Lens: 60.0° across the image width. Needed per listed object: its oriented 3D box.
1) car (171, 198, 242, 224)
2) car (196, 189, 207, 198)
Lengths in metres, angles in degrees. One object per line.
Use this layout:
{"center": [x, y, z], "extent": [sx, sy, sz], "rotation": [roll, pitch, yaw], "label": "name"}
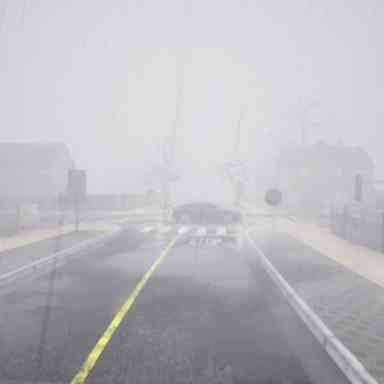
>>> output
{"center": [1.019, 1.427, 23.227], "extent": [4.892, 1.490, 1.837], "rotation": [0, 1, 4], "label": "car"}
{"center": [2.154, 0.431, 72.621], "extent": [2.150, 2.045, 5.566], "rotation": [0, 0, 4], "label": "car"}
